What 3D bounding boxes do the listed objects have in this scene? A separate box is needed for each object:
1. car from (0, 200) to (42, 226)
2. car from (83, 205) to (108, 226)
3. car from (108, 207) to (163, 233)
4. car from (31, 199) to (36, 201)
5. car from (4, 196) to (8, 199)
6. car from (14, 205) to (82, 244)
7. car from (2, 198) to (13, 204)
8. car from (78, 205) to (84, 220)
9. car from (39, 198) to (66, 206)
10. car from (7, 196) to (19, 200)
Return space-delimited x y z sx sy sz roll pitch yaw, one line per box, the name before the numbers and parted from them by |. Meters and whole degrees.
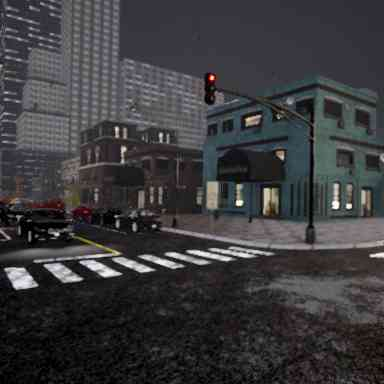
car | -12.910 1.622 24.567 2.128 1.511 4.902 2 -1 -35
car | -6.587 1.823 25.821 1.947 1.339 4.313 1 -1 -35
car | -3.466 1.782 21.315 2.008 1.369 4.403 1 -1 -35
car | -19.897 1.809 44.904 1.967 1.590 4.097 1 -1 -35
car | -42.061 1.877 76.819 2.192 1.841 5.009 1 -1 -35
car | -7.216 1.588 16.335 1.837 1.490 4.892 2 -1 -35
car | -45.225 2.141 81.379 2.008 1.369 4.403 1 -1 -35
car | -9.708 1.866 30.326 1.802 1.307 4.206 1 -1 -35
car | -16.708 1.658 40.361 2.192 1.841 5.009 1 -1 -35
car | -35.839 2.032 67.829 1.752 1.417 4.829 1 -1 -35
